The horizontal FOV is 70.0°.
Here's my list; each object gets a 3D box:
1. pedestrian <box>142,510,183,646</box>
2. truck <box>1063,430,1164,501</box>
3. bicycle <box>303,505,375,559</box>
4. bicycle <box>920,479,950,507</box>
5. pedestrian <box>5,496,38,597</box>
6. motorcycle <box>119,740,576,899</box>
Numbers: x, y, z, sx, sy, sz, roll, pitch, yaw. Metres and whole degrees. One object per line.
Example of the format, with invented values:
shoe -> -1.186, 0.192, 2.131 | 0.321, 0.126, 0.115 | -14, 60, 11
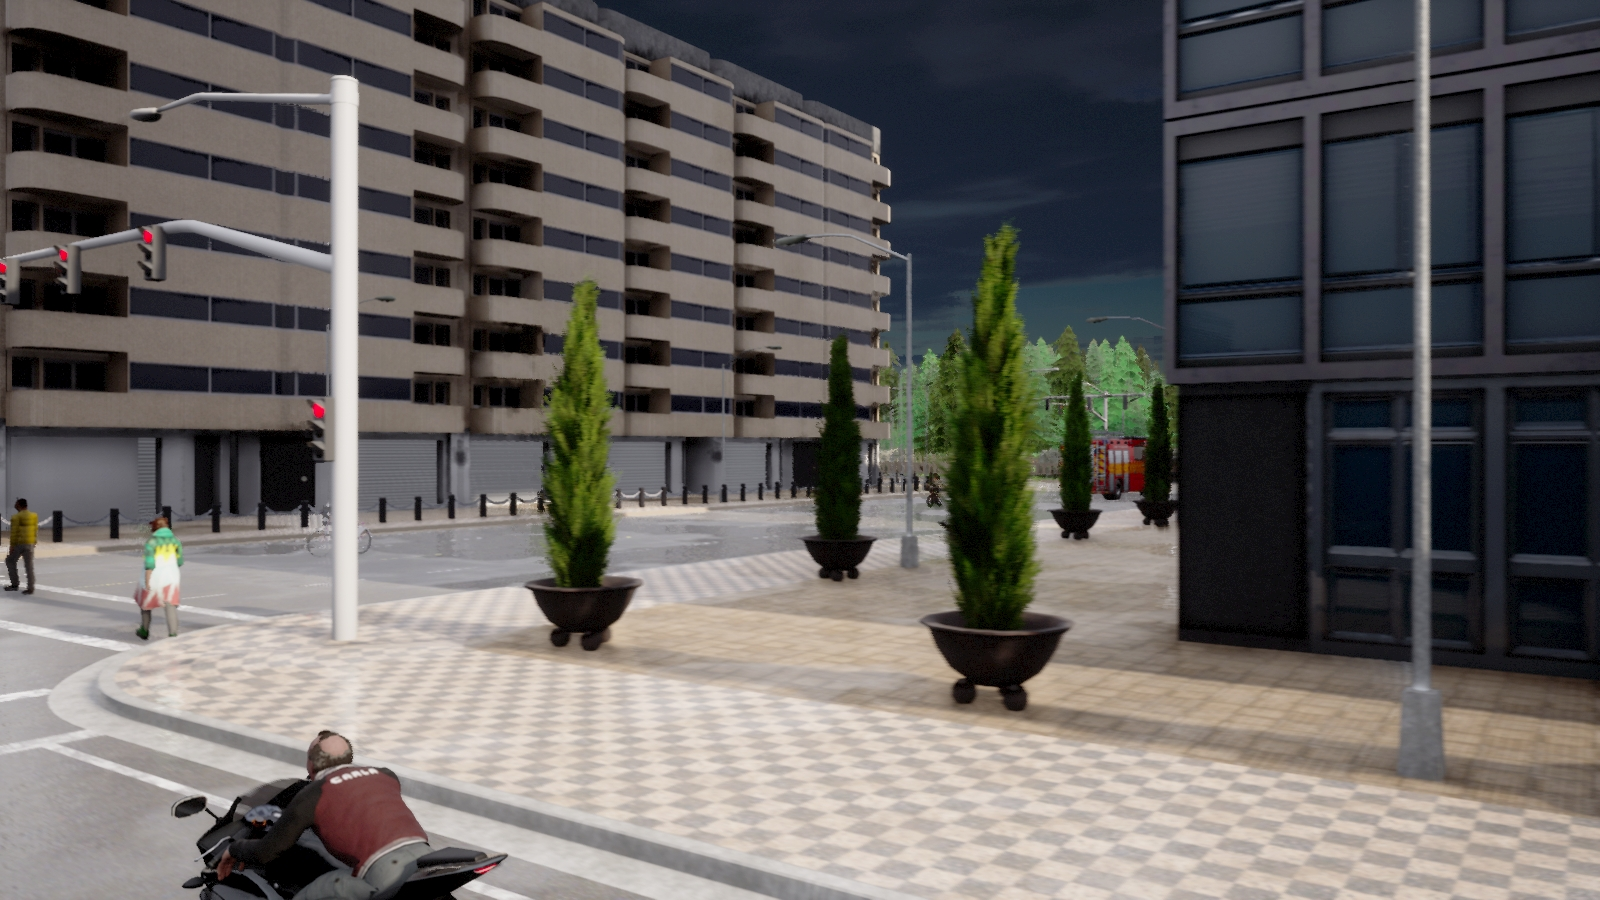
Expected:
pedestrian -> -8.991, 1.793, 16.113 | 0.375, 1.860, 0.375 | 0, 0, 36
truck -> 18.172, 0.832, 65.783 | 2.891, 3.827, 8.468 | 0, 0, 35
bicycle -> -11.902, 2.101, 29.554 | 0.329, 1.271, 1.835 | 0, 0, 35
bicycle -> 6.617, 2.098, 55.959 | 0.859, 1.276, 1.487 | 0, 0, 35
pedestrian -> -14.628, 1.795, 21.475 | 0.375, 1.860, 0.375 | 0, 0, 21
motorcycle -> -2.130, 2.204, 5.241 | 2.209, 1.251, 0.867 | 0, 0, 35
